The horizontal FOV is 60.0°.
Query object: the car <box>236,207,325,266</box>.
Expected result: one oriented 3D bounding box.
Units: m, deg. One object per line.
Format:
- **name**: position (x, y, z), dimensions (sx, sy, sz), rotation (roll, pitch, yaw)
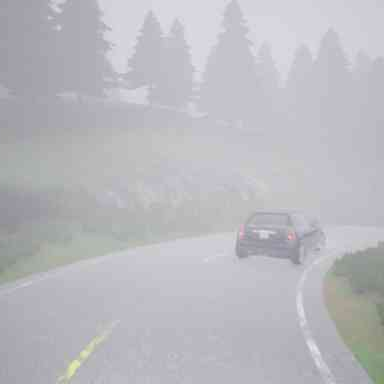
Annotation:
- **car**: position (3.353, 1.386, 12.107), dimensions (2.097, 1.767, 4.553), rotation (0, 0, 32)
